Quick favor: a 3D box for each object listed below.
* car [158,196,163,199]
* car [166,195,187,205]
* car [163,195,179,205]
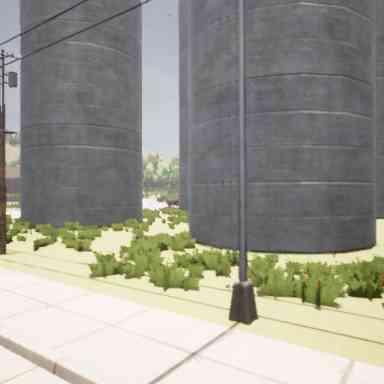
[{"bbox_3d":[-7.139,1.805,84.844,3.905,1.438,1.784,0,0,35],"label":"car"},{"bbox_3d":[-3.194,1.528,67.071,3.866,1.878,1.905,0,0,35],"label":"car"},{"bbox_3d":[-2.208,1.652,55.095,1.882,1.535,5.008,0,0,35],"label":"car"}]
